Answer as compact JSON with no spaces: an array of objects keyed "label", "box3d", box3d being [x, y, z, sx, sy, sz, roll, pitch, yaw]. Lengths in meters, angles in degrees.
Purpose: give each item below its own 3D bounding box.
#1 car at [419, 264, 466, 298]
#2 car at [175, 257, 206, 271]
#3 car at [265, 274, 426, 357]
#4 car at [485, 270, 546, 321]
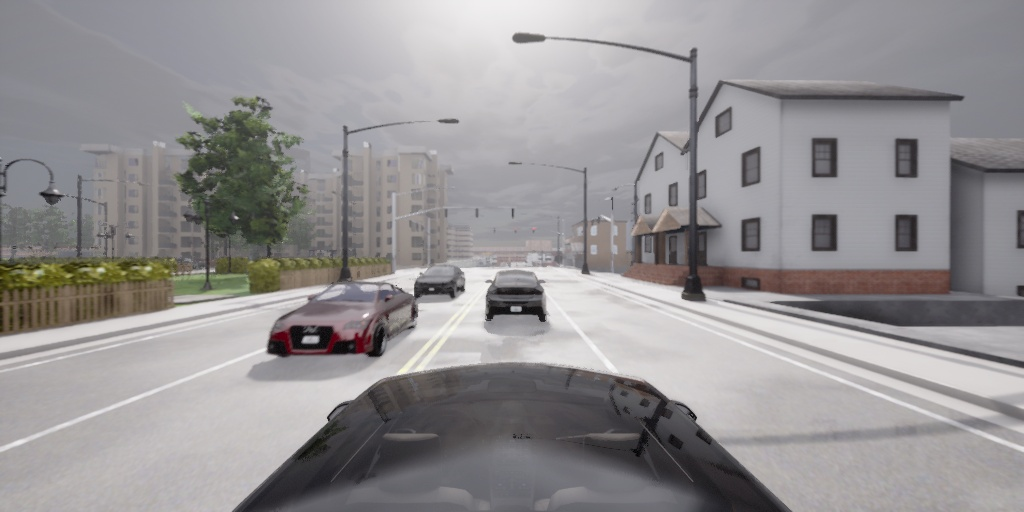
[{"label":"car","box3d":[-3.547,1.193,18.390,1.882,1.535,5.008,0,0,0]},{"label":"car","box3d":[-41.935,0.984,46.119,4.553,1.767,2.097,0,0,1]},{"label":"car","box3d":[-3.588,1.299,8.382,1.994,1.385,4.181,0,0,0]},{"label":"car","box3d":[0.121,1.234,12.437,1.837,1.490,4.892,0,0,0]}]
